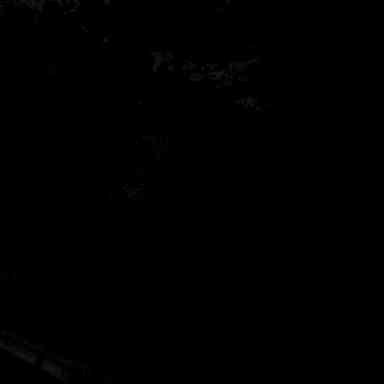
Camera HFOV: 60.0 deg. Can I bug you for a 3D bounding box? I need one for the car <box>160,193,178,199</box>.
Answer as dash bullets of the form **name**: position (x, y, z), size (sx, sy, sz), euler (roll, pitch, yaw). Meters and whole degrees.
- **car**: position (-6.561, 0.824, 95.256), size (2.435, 2.045, 5.566), euler (6, 2, 40)
